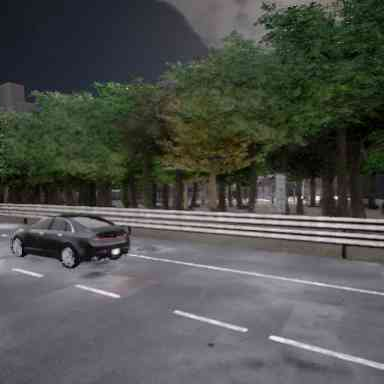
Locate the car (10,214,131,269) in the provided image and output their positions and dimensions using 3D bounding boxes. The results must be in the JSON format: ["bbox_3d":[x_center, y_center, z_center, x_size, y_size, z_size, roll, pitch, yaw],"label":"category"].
[{"bbox_3d":[-4.210,1.508,11.185,4.892,1.490,1.837,0,0,35],"label":"car"}]
